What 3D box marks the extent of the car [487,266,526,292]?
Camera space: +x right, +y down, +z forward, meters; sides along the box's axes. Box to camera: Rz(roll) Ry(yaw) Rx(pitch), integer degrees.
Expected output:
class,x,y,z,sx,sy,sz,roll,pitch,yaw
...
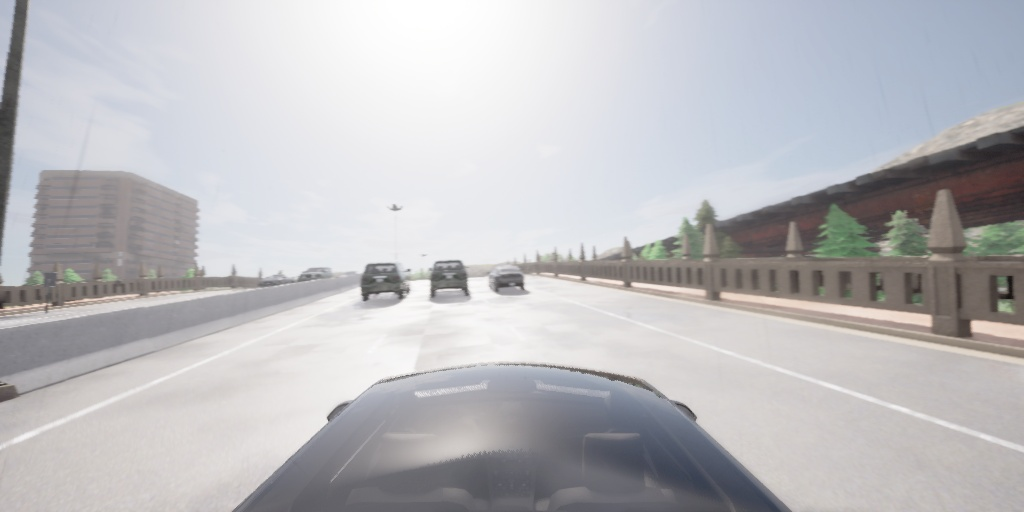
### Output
class,x,y,z,sx,sy,sz,roll,pitch,yaw
car,-0.419,1.369,22.718,1.837,1.490,4.892,-2,0,-10

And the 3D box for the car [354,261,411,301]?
class,x,y,z,sx,sy,sz,roll,pitch,yaw
car,-7.201,1.354,20.859,2.150,2.045,5.566,-2,0,-10

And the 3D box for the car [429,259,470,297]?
class,x,y,z,sx,sy,sz,roll,pitch,yaw
car,-3.777,1.218,21.579,2.150,2.045,5.566,-2,0,-10

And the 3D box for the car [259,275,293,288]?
class,x,y,z,sx,sy,sz,roll,pitch,yaw
car,-24.522,2.642,37.463,1.994,1.385,4.181,-2,-2,-10

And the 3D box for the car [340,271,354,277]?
class,x,y,z,sx,sy,sz,roll,pitch,yaw
car,-17.822,2.388,39.797,1.812,1.442,4.674,-2,-3,-10

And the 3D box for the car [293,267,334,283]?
class,x,y,z,sx,sy,sz,roll,pitch,yaw
car,-21.286,2.208,39.240,2.150,2.045,5.566,-2,-3,-10
